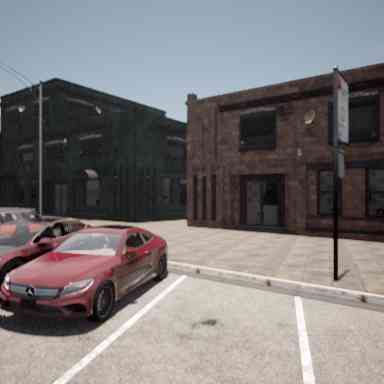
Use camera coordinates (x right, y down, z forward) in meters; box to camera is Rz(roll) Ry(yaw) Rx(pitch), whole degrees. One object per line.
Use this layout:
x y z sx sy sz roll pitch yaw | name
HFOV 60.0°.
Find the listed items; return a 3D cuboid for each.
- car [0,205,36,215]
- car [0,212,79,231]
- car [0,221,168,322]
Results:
-6.825 1.329 10.953 2.185 1.767 4.553 1 -1 15 | car
-4.397 1.490 9.156 2.163 1.488 4.792 1 -1 15 | car
-1.940 1.509 7.450 2.002 1.452 4.674 1 0 15 | car
